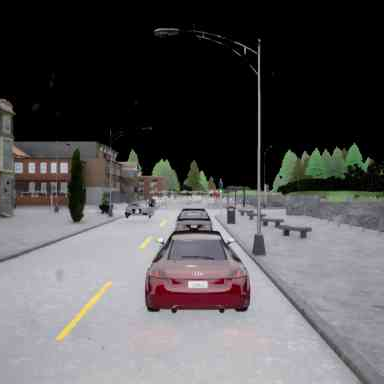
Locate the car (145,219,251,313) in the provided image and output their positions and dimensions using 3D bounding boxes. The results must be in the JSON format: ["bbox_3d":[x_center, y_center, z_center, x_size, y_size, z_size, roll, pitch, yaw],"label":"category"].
[{"bbox_3d":[0.094,1.564,7.736,1.994,1.385,4.181,0,0,0],"label":"car"}]

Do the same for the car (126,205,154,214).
[{"bbox_3d":[-4.030,1.270,26.299,1.994,1.385,4.181,0,0,0],"label":"car"}]

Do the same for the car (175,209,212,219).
[{"bbox_3d":[0.081,1.548,16.972,2.033,1.411,5.357,0,0,0],"label":"car"}]
